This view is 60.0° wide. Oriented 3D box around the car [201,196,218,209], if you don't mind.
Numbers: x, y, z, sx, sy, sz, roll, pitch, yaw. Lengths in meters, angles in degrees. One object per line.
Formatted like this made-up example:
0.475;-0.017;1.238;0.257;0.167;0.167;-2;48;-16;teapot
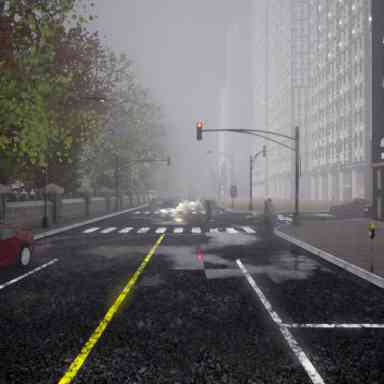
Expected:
2.680;1.592;46.594;1.947;1.339;4.313;0;0;0;car

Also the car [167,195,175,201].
-5.711;1.636;91.651;1.887;1.381;4.507;0;0;0;car

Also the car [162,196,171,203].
-5.706;1.586;74.585;1.752;1.417;4.829;0;0;0;car

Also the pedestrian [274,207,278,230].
4.426;1.204;18.551;0.375;1.860;0.375;0;0;0;pedestrian

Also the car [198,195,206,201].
2.672;1.521;86.020;1.967;1.590;4.097;0;0;0;car

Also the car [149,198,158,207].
-5.701;1.613;52.224;1.802;1.307;4.206;0;0;0;car

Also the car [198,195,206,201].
2.670;1.642;91.653;2.008;1.369;4.403;0;0;0;car

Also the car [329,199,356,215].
14.599;1.308;29.806;4.181;1.385;1.994;-1;0;0;car

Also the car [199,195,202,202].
2.678;1.604;57.859;1.947;1.339;4.313;0;0;0;car

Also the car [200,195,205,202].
2.679;1.597;52.226;1.947;1.339;4.313;0;0;0;car

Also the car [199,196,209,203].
2.675;1.606;74.757;1.887;1.381;4.507;0;0;0;car

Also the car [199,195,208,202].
2.673;1.511;80.389;1.967;1.590;4.097;0;0;0;car

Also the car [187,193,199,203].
-0.017;1.590;73.463;2.033;1.411;5.357;0;0;0;car

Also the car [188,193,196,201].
-0.020;1.177;83.910;2.150;2.045;5.566;0;0;0;car

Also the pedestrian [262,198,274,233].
4.058;1.299;17.950;0.375;1.860;0.375;0;0;0;pedestrian

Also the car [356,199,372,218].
14.668;1.282;24.005;4.313;1.339;1.947;-1;1;0;car

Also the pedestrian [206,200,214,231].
0.975;1.299;19.150;0.375;1.860;0.375;0;0;0;pedestrian

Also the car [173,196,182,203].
-3.017;1.578;69.278;1.812;1.442;4.674;0;0;0;car

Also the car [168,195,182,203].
-3.098;1.526;55.167;2.128;1.511;4.902;0;0;0;car

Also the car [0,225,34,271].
-5.819;1.546;8.673;1.887;1.381;4.507;0;0;0;car

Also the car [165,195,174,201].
-5.708;1.521;86.018;1.967;1.590;4.097;0;0;0;car

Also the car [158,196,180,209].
-3.100;1.589;44.954;1.994;1.385;4.181;0;0;0;car

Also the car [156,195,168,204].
-5.703;1.485;63.490;1.967;1.590;4.097;0;0;0;car
